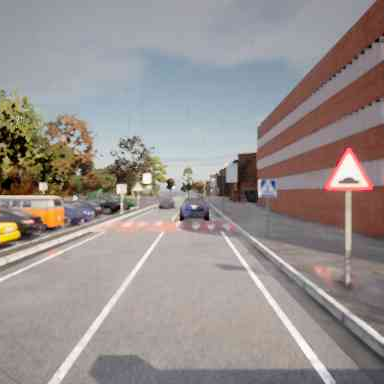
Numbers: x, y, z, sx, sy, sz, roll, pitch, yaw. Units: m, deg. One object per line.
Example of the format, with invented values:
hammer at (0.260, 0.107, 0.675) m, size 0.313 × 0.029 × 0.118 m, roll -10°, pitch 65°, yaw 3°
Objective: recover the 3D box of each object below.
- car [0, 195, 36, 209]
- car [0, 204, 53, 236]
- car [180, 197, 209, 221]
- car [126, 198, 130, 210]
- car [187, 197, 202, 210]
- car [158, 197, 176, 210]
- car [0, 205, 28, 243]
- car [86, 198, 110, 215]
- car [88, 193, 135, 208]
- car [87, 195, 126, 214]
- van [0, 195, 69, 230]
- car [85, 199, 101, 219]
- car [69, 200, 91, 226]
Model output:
car at (-21.938, 1.203, 40.855) m, size 4.553 × 1.767 × 2.185 m, roll 0°, pitch 0°, yaw 0°
car at (-9.367, 1.462, 15.535) m, size 4.674 × 1.452 × 2.002 m, roll 0°, pitch 0°, yaw 0°
car at (0.176, 1.237, 25.165) m, size 2.097 × 1.767 × 4.553 m, roll 0°, pitch -4°, yaw 0°
car at (-9.412, 1.401, 35.316) m, size 4.674 × 1.452 × 2.002 m, roll 0°, pitch 0°, yaw 0°
car at (0.307, 1.435, 42.977) m, size 1.837 × 1.490 × 4.892 m, roll 0°, pitch 0°, yaw 1°
car at (-3.137, 1.437, 42.213) m, size 1.837 × 1.490 × 4.892 m, roll 0°, pitch 0°, yaw 1°
car at (-9.548, 1.427, 12.709) m, size 5.366 × 1.575 × 1.946 m, roll 0°, pitch 0°, yaw 0°
car at (-9.393, 1.430, 26.838) m, size 4.674 × 1.452 × 2.002 m, roll 0°, pitch 0°, yaw 0°
car at (-9.393, 1.098, 38.140) m, size 5.566 × 2.045 × 2.435 m, roll 0°, pitch 0°, yaw 0°
car at (-9.403, 1.372, 32.489) m, size 5.008 × 1.535 × 2.097 m, roll 0°, pitch 0°, yaw 0°
van at (-9.493, 1.189, 18.360) m, size 4.442 × 1.987 × 1.878 m, roll 0°, pitch 0°, yaw 0°
car at (-9.392, 1.439, 24.012) m, size 4.674 × 1.452 × 2.002 m, roll 0°, pitch 0°, yaw 0°
car at (-9.353, 1.436, 21.186) m, size 4.792 × 1.488 × 2.163 m, roll 0°, pitch 0°, yaw 0°
